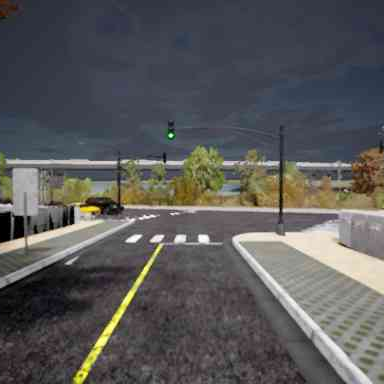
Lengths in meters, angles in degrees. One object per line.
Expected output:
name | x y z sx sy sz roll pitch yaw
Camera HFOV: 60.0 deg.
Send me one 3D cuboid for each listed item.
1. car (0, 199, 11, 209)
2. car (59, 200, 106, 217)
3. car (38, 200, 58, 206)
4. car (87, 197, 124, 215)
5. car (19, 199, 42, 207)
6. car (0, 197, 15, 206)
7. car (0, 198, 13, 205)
car | -29.594 2.267 49.945 4.674 1.442 1.812 -1 1 37
car | -12.393 1.978 37.392 5.008 1.535 1.882 -1 1 36
car | -19.659 2.165 42.682 4.181 1.385 1.994 -1 1 36
car | -10.655 1.633 40.138 5.566 2.045 2.150 -1 1 36
car | -30.523 2.055 62.734 4.892 1.490 1.837 -1 1 36
car | -38.943 1.939 68.844 4.553 1.767 2.097 -1 1 36
car | -29.084 2.175 53.615 4.892 1.490 1.837 -1 1 37
